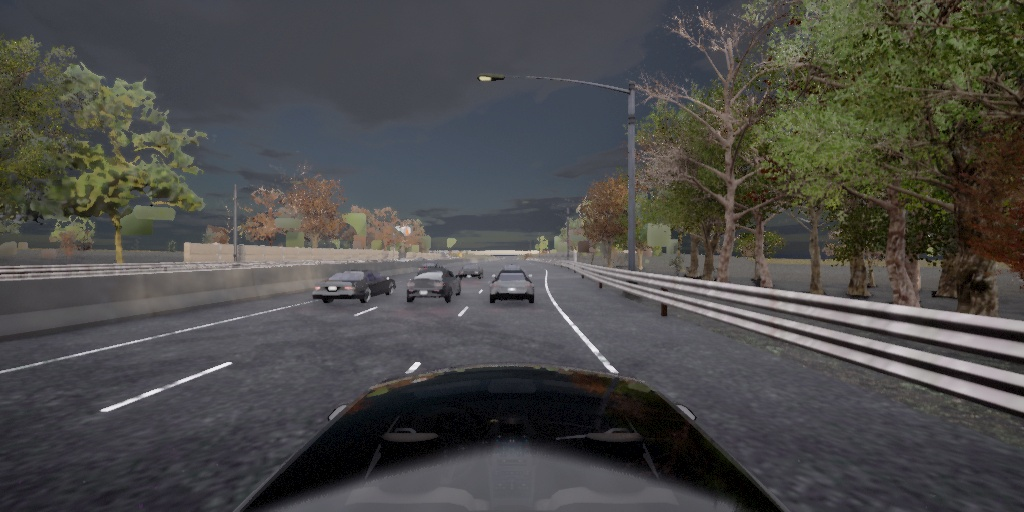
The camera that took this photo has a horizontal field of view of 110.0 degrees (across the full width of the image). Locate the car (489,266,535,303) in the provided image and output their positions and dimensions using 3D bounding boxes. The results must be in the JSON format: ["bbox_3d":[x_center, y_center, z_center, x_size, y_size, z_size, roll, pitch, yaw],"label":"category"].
[{"bbox_3d":[0.000,1.322,16.501,1.994,1.385,4.181,0,0,0],"label":"car"}]

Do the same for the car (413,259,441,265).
[{"bbox_3d":[-7.000,1.254,31.501,2.128,1.511,4.902,0,0,0],"label":"car"}]

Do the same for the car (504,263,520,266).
[{"bbox_3d":[0.000,1.322,31.501,2.033,1.411,5.357,0,0,0],"label":"car"}]

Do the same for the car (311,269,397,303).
[{"bbox_3d":[-7.000,1.313,16.501,2.033,1.411,5.357,0,0,0],"label":"car"}]

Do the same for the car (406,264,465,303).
[{"bbox_3d":[-3.500,1.283,16.501,1.812,1.442,4.674,0,0,0],"label":"car"}]

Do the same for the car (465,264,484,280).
[{"bbox_3d":[-3.500,1.375,31.531,1.895,1.301,4.718,0,0,0],"label":"car"}]
